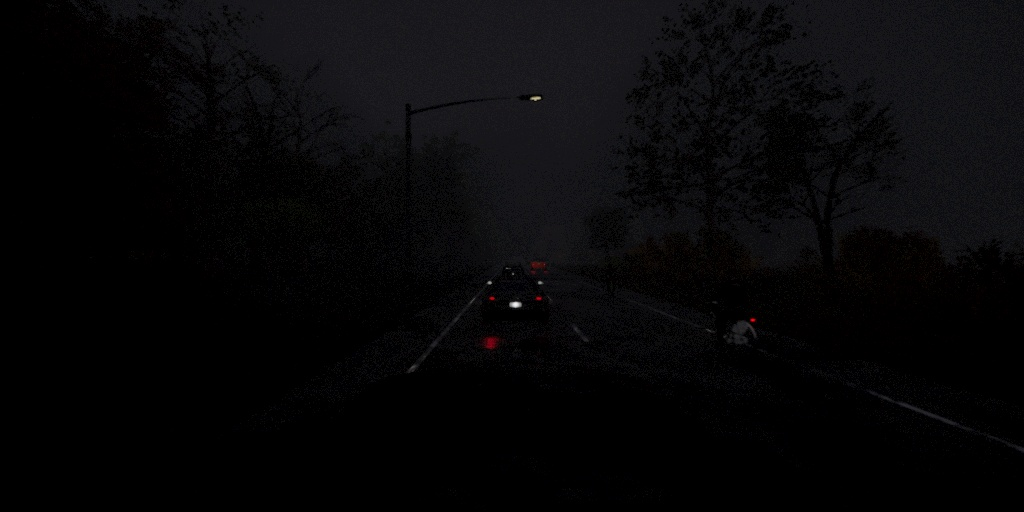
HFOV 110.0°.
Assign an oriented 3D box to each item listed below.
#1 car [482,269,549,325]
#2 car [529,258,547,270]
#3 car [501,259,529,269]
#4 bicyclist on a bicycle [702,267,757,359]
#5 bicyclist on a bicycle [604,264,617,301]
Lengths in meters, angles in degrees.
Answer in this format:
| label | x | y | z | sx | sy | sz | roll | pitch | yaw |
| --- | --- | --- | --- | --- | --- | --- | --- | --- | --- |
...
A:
| label | x | y | z | sx | sy | sz | roll | pitch | yaw |
| --- | --- | --- | --- | --- | --- | --- | --- | --- | --- |
| car | 0.099 | 1.302 | 11.843 | 1.994 | 1.385 | 4.181 | 0 | 0 | 0 |
| car | 3.605 | 1.046 | 50.104 | 2.097 | 1.767 | 4.553 | 0 | 0 | 0 |
| car | 0.102 | 1.207 | 31.162 | 2.128 | 1.511 | 4.902 | 0 | 0 | 0 |
| bicyclist on a bicycle | 4.466 | 1.113 | 7.494 | 0.659 | 1.776 | 1.843 | 0 | 0 | 0 |
| bicyclist on a bicycle | 4.467 | 1.185 | 16.304 | 0.582 | 1.620 | 1.656 | 0 | 0 | 0 |
